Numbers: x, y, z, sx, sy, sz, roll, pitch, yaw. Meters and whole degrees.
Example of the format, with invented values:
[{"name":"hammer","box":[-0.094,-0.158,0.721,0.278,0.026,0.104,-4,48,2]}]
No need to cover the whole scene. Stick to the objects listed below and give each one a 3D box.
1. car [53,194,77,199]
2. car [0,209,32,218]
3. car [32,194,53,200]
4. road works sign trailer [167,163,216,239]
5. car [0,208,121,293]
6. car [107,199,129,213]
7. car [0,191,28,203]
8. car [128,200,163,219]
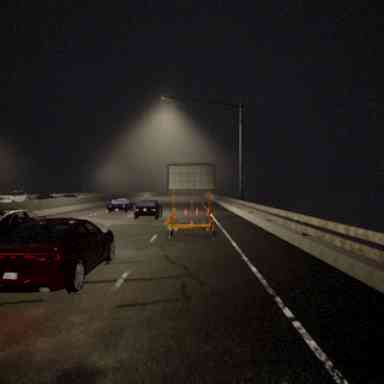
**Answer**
[{"name":"car","box":[-17.618,1.130,47.611,1.837,1.490,4.892,0,0,0]},{"name":"car","box":[-6.913,1.393,12.731,2.128,1.511,4.902,0,0,0]},{"name":"car","box":[-21.116,1.131,47.586,1.837,1.490,4.892,0,0,0]},{"name":"road works sign trailer","box":[-0.017,0.336,16.564,2.380,3.560,2.880,0,0,0]},{"name":"car","box":[-3.409,1.410,8.731,1.882,1.535,5.008,0,0,0]},{"name":"car","box":[-6.932,1.343,32.927,1.895,1.301,4.718,0,0,0]},{"name":"car","box":[-24.618,0.866,45.503,2.150,2.045,5.566,0,0,0]},{"name":"car","box":[-3.428,1.339,26.736,2.033,1.411,5.357,0,0,0]}]
